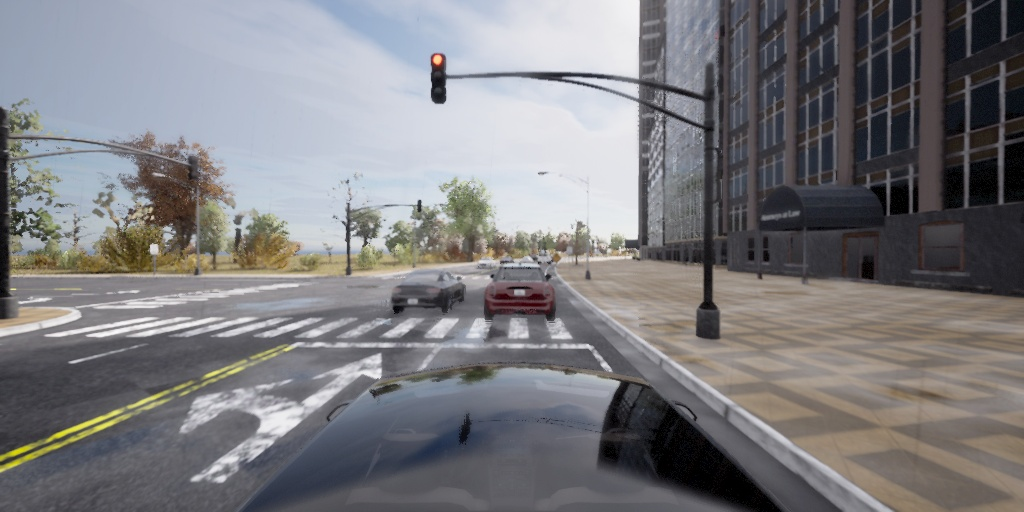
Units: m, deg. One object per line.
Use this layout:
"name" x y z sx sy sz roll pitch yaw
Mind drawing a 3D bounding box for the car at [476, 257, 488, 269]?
"car" -3.442 0.916 48.375 1.812 1.442 4.674 0 0 8

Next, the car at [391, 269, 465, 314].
"car" -2.922 1.185 13.176 1.812 1.442 4.674 0 1 2

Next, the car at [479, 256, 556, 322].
"car" 0.293 1.021 12.142 2.097 1.767 4.553 0 0 2

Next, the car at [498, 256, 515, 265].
"car" -0.876 0.817 64.888 2.033 1.411 5.357 0 0 10

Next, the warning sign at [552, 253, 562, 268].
"warning sign" 5.522 0.544 44.395 1.300 1.860 1.060 0 0 7
